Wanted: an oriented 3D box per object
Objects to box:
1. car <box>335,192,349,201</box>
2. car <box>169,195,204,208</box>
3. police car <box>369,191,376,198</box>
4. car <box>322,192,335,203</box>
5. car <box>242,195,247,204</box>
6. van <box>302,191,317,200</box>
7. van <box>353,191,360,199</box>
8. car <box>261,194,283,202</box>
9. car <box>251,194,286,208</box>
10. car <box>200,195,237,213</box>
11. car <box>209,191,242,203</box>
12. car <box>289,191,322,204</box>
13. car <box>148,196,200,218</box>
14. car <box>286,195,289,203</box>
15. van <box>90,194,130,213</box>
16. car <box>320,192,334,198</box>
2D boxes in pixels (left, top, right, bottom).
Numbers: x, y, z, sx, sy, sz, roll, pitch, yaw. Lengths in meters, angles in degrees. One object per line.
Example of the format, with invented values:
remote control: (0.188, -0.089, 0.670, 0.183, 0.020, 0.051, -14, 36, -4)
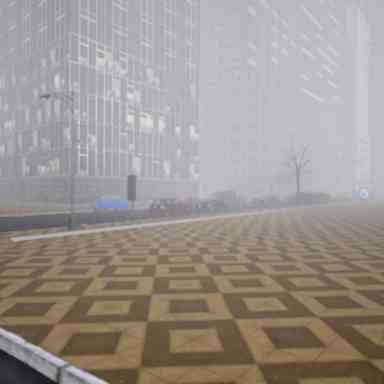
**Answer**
car: (28.082, 0.938, 62.234, 1.752, 1.417, 4.829, 1, 1, 41)
car: (-0.640, 1.176, 41.722, 1.887, 1.381, 4.507, 1, 1, 41)
police car: (42.803, 0.659, 79.845, 1.930, 1.638, 5.238, 0, 1, 41)
car: (20.550, 0.818, 53.478, 2.192, 1.841, 5.009, 1, 1, 41)
car: (6.787, 1.108, 50.339, 1.947, 1.339, 4.313, 1, 1, 41)
van: (25.344, 0.662, 71.895, 1.690, 1.788, 3.998, 1, 1, 41)
van: (35.394, 0.667, 70.726, 1.690, 1.788, 3.998, 1, 1, 41)
car: (14.210, 1.020, 58.963, 1.947, 1.339, 4.313, 1, 1, 41)
car: (9.417, 1.218, 40.547, 1.802, 1.307, 4.206, 1, 1, 41)
car: (2.046, 1.291, 31.881, 1.947, 1.339, 4.313, 1, 1, 41)
car: (3.630, 0.839, 42.682, 2.150, 2.045, 5.566, 0, 1, 41)
car: (16.840, 0.862, 49.166, 2.192, 1.841, 5.009, 1, 1, 41)
car: (-1.621, 1.211, 27.531, 1.967, 1.590, 4.097, 1, 1, 41)
car: (16.651, 0.987, 53.086, 1.882, 1.535, 5.008, 0, 1, 41)
van: (-8.145, 1.061, 33.169, 1.690, 1.788, 3.998, 1, 1, 41)
car: (32.764, 0.799, 80.524, 1.947, 1.339, 4.313, 1, 1, 41)
